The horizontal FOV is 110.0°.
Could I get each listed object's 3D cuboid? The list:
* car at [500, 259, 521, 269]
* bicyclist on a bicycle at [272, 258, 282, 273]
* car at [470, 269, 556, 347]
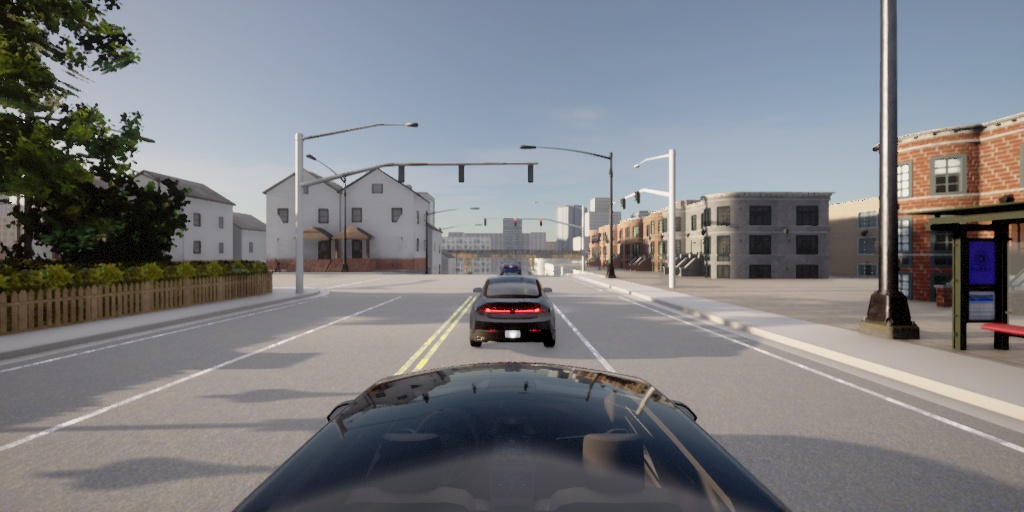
[{"bbox_3d":[-0.130,1.129,37.433,2.097,1.767,4.553,0,-2,0],"label":"car"},{"bbox_3d":[-25.503,1.029,38.848,0.582,1.620,1.656,0,0,0],"label":"bicyclist on a bicycle"},{"bbox_3d":[0.015,1.250,9.291,1.837,1.490,4.892,0,0,0],"label":"car"}]
